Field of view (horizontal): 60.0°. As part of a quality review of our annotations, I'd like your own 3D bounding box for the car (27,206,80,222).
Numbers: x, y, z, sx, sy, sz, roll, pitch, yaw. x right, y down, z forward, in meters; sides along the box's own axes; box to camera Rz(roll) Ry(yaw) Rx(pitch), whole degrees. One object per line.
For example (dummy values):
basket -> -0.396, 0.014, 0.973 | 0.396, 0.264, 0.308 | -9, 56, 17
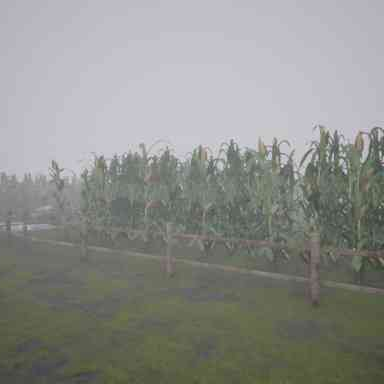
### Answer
car -> -11.003, 1.686, 26.242 | 1.994, 1.385, 4.181 | -1, -1, 37
